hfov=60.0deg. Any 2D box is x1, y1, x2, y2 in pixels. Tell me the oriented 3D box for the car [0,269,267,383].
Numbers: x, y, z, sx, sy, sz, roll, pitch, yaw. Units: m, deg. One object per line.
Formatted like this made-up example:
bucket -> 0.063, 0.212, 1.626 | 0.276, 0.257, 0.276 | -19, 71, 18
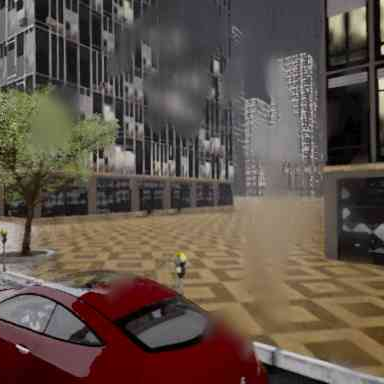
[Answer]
car -> -1.264, 1.568, 3.753 | 4.206, 1.307, 1.802 | 0, -1, 36
